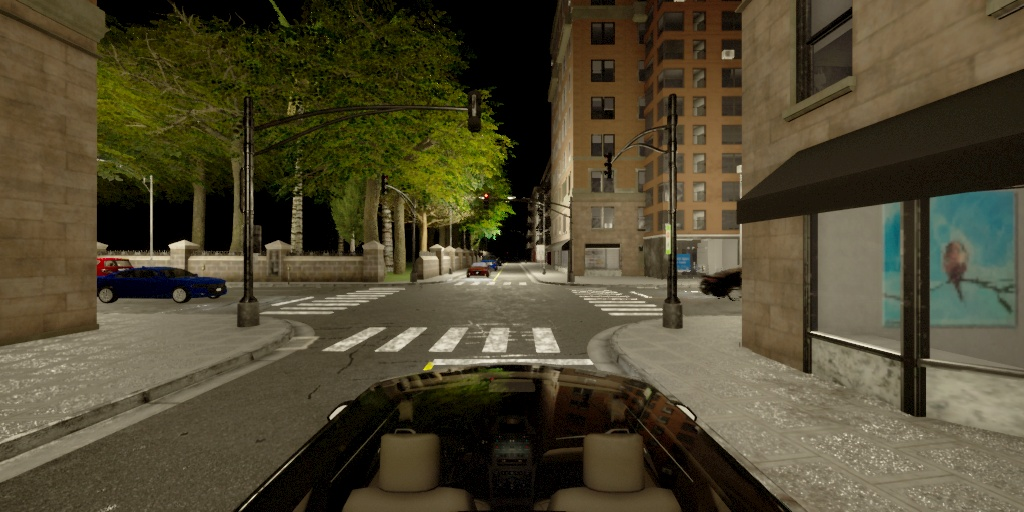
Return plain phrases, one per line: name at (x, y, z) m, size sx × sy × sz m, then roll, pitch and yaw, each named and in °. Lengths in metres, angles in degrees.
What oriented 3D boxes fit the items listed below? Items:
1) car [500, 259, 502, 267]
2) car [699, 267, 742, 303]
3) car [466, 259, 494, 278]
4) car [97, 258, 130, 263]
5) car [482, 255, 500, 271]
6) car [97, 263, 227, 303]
car at (-2.940, 1.017, 65.453) m, size 2.097 × 1.767 × 4.553 m, roll 0°, pitch 0°, yaw 1°
car at (11.182, 1.241, 16.039) m, size 5.008 × 1.535 × 1.882 m, roll 0°, pitch 0°, yaw 8°
car at (-3.056, 1.293, 33.608) m, size 1.994 × 1.385 × 4.181 m, roll 0°, pitch 0°, yaw 0°
car at (-25.924, 1.035, 21.778) m, size 5.009 × 1.841 × 2.192 m, roll 0°, pitch 0°, yaw 1°
car at (-3.041, 0.924, 47.512) m, size 2.150 × 2.045 × 5.566 m, roll 0°, pitch 0°, yaw 0°
car at (-15.473, 1.212, 15.860) m, size 5.008 × 1.535 × 1.882 m, roll 0°, pitch 0°, yaw 0°
